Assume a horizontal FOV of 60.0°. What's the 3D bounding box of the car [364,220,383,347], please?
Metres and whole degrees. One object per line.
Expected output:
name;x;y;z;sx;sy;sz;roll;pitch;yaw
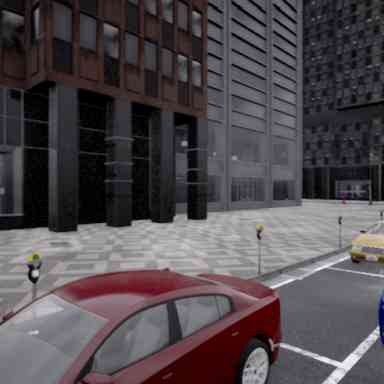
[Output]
car;4.728;1.220;5.132;2.150;2.045;5.566;0;0;44

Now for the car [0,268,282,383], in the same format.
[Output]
car;-0.815;1.546;3.203;1.887;1.381;4.507;0;0;44

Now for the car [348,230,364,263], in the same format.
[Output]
car;6.708;1.523;11.064;1.752;1.417;4.829;0;0;44
